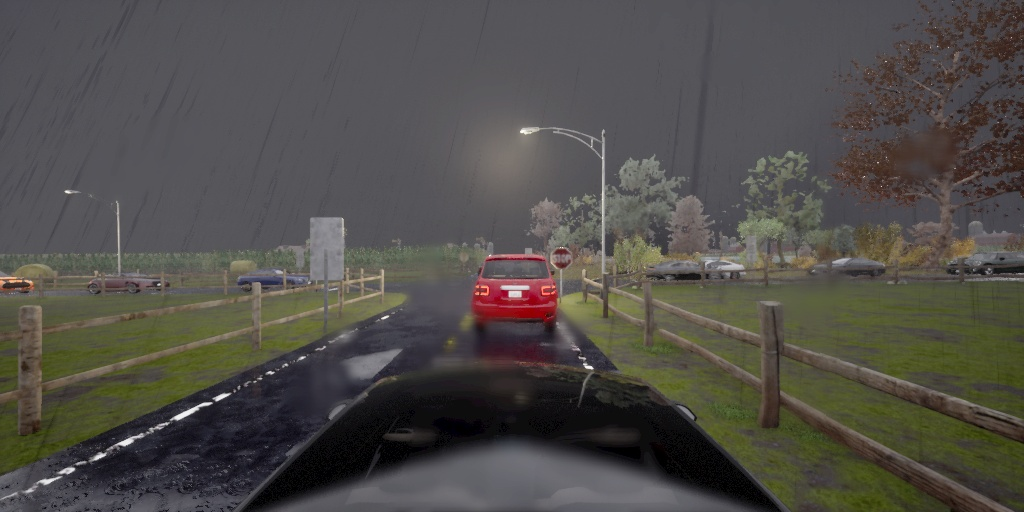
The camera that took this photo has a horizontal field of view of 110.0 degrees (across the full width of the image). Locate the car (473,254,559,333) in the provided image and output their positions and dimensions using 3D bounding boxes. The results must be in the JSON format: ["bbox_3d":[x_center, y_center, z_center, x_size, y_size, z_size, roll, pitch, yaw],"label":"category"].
[{"bbox_3d":[0.151,0.974,10.939,2.150,2.045,5.566,0,0,2],"label":"car"}]

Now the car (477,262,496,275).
[{"bbox_3d":[-2.814,1.389,40.746,1.895,1.301,4.718,0,0,0],"label":"car"}]

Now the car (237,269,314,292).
[{"bbox_3d":[-15.749,1.558,23.958,4.674,1.442,1.812,-1,0,3],"label":"car"}]

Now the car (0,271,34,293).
[{"bbox_3d":[-35.800,1.762,24.408,4.553,1.767,2.097,-1,0,1],"label":"car"}]

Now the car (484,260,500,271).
[{"bbox_3d":[-2.806,1.354,52.256,2.033,1.411,5.357,0,0,0],"label":"car"}]

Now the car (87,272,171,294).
[{"bbox_3d":[-25.780,1.784,24.203,4.181,1.385,1.994,-1,0,1],"label":"car"}]

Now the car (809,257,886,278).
[{"bbox_3d":[24.437,0.833,26.167,4.674,1.442,1.812,-1,0,1],"label":"car"}]

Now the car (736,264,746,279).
[{"bbox_3d":[14.569,1.006,26.362,4.674,1.442,1.812,-1,0,1],"label":"car"}]

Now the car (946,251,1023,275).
[{"bbox_3d":[34.608,0.486,25.961,4.553,1.767,2.097,-1,0,1],"label":"car"}]

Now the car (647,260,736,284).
[{"bbox_3d":[11.465,1.029,23.652,4.902,1.511,2.128,-1,0,3],"label":"car"}]
